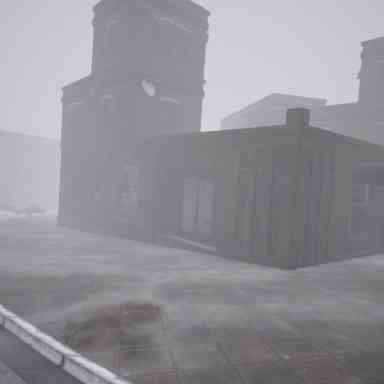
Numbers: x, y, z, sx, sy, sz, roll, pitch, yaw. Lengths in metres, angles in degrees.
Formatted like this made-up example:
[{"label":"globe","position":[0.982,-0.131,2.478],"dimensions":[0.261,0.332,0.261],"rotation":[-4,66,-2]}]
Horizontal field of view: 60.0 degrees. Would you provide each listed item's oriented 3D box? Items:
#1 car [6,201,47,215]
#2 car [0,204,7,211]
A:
[{"label":"car","position":[-20.243,2.104,41.608],"dimensions":[2.033,1.411,5.357],"rotation":[4,-2,3]},{"label":"car","position":[-23.635,1.959,45.530],"dimensions":[2.033,1.411,5.357],"rotation":[4,-1,7]}]
